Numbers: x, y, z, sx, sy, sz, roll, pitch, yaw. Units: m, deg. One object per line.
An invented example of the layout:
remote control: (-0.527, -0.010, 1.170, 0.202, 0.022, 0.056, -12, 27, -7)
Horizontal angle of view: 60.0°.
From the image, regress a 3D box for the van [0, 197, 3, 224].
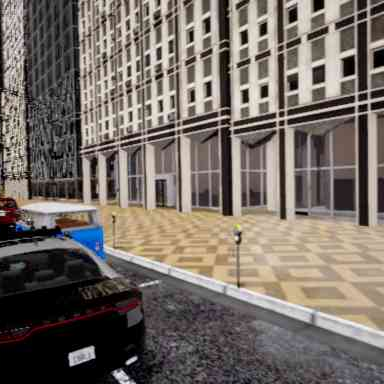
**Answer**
van: (-14.618, 1.265, 23.318, 1.690, 1.788, 3.998, -3, 2, -38)

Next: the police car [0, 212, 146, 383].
police car: (-2.668, 1.382, 5.243, 1.930, 1.638, 5.238, -2, 1, -38)

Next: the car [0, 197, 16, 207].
car: (-11.106, 1.232, 18.849, 2.192, 1.841, 5.009, -3, 2, -38)

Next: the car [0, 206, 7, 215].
car: (-8.896, 1.424, 13.168, 1.801, 1.575, 5.366, -2, 1, -38)

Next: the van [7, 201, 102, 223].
van: (-4.079, 1.245, 9.914, 1.690, 1.788, 3.998, -3, 2, -38)
